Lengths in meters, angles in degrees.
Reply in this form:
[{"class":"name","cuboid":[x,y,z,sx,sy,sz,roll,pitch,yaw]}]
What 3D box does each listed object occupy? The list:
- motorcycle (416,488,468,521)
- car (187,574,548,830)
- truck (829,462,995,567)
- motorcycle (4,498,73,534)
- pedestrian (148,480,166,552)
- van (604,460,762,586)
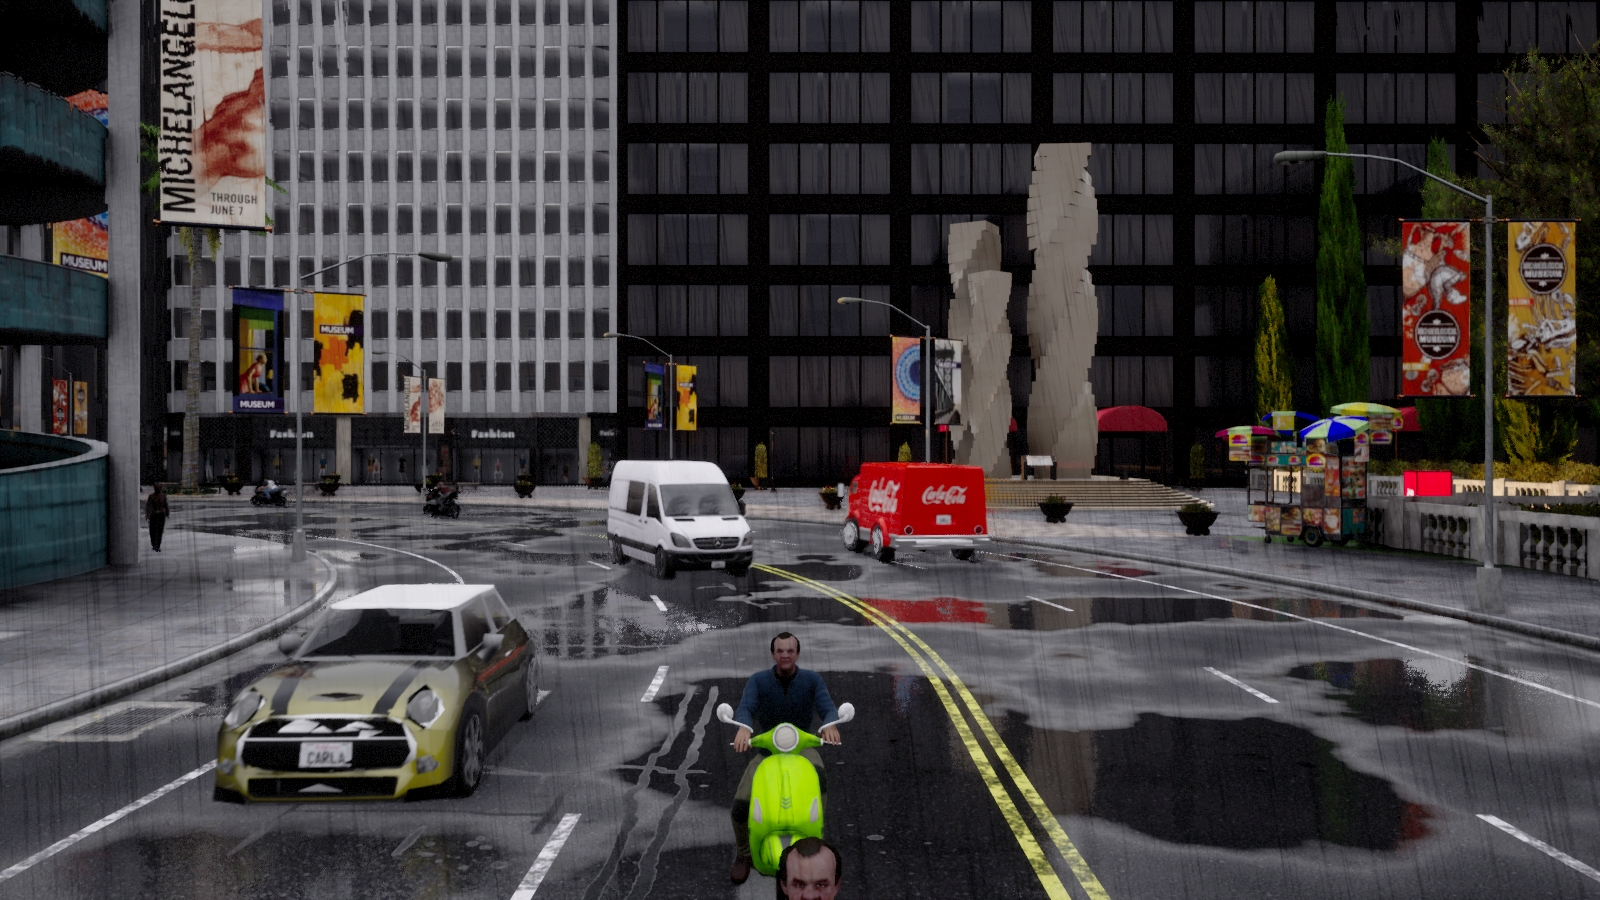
[{"class":"motorcycle","cuboid":[-14.705,2.224,46.909,2.209,1.251,0.867,0,0,35]},{"class":"car","cuboid":[-3.623,2.069,10.381,1.970,1.475,3.806,0,0,-2]},{"class":"truck","cuboid":[2.799,1.581,30.140,2.627,2.467,5.204,1,0,-16]},{"class":"motorcycle","cuboid":[-25.914,2.229,38.904,2.033,1.145,0.803,0,1,15]},{"class":"pedestrian","cuboid":[-16.705,1.708,29.686,0.375,1.860,0.375,0,0,-35]},{"class":"van","cuboid":[-2.905,1.545,26.814,1.988,2.561,5.915,0,0,-24]}]
